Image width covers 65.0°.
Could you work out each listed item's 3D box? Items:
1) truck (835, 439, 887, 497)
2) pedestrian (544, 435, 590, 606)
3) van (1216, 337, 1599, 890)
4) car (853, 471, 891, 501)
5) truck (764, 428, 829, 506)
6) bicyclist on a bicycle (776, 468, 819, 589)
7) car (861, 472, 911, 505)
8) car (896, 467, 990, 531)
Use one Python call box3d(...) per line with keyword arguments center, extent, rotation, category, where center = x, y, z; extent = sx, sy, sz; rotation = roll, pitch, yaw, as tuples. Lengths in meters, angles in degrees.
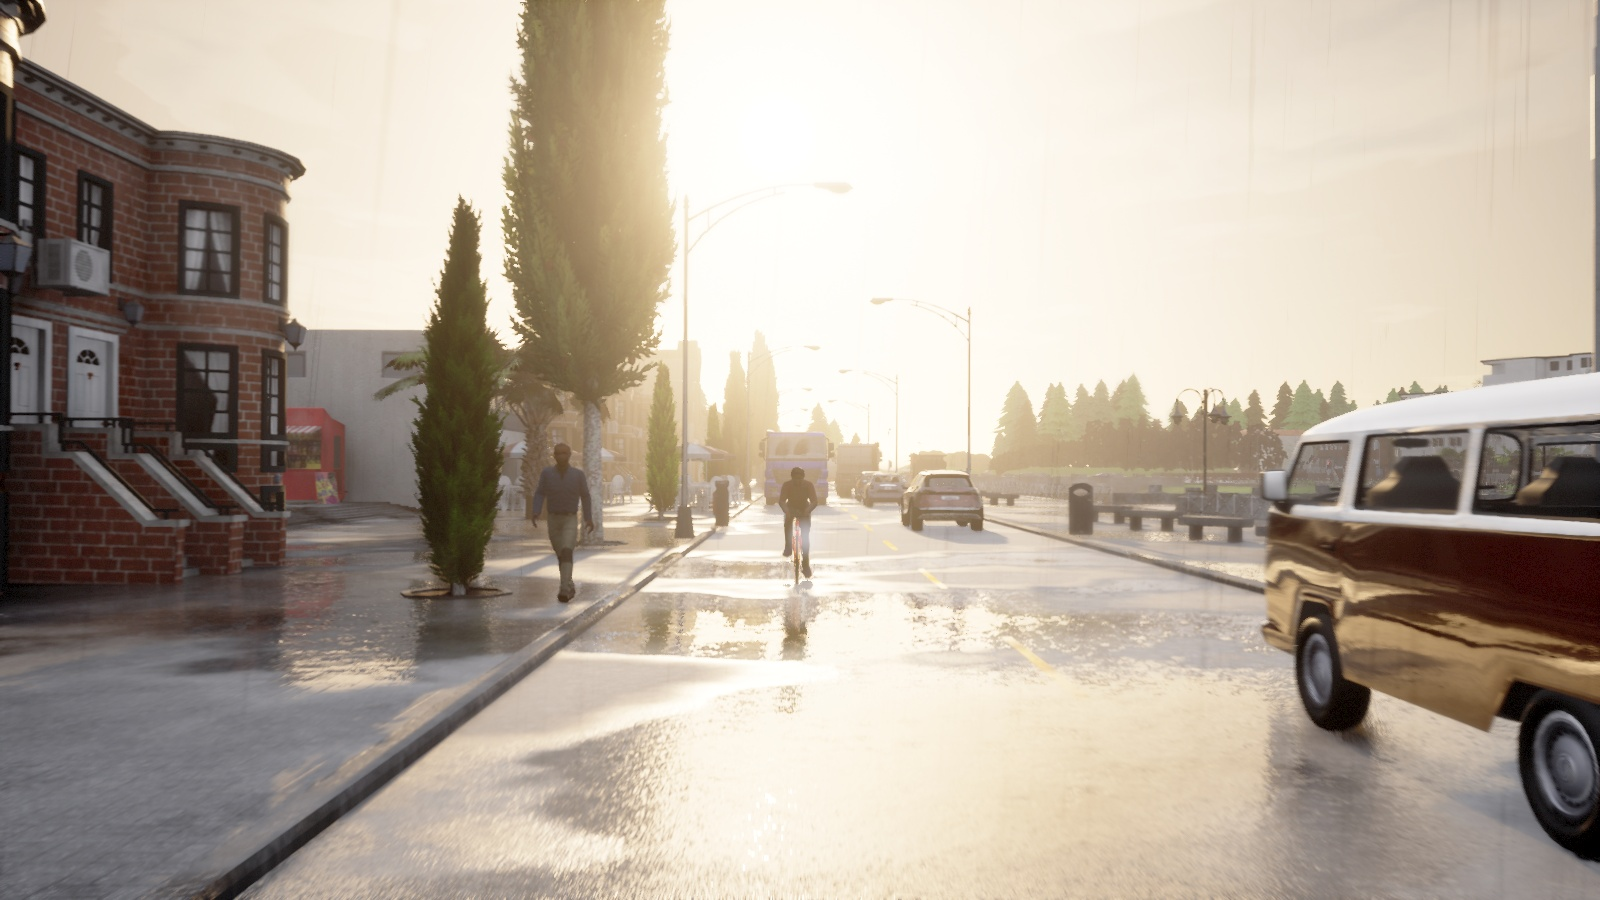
box3d(center=(3.786, 1.153, 79.761), extent=(2.891, 3.462, 7.936), rotation=(0, -1, 0), category="truck")
box3d(center=(-2.570, 0.767, 13.883), extent=(0.370, 1.835, 0.726), rotation=(0, -1, 0), category="pedestrian")
box3d(center=(3.980, 0.633, 6.614), extent=(2.069, 2.038, 4.480), rotation=(0, -1, 0), category="van")
box3d(center=(3.825, 1.898, 66.869), extent=(1.789, 1.549, 3.705), rotation=(0, -1, 0), category="car")
box3d(center=(-0.162, 0.832, 59.655), extent=(2.891, 3.462, 7.936), rotation=(0, -1, 0), category="truck")
box3d(center=(-0.030, 1.064, 17.698), extent=(0.582, 1.620, 1.656), rotation=(0, -1, 0), category="bicyclist on a bicycle")
box3d(center=(3.851, 1.718, 56.922), extent=(1.970, 1.475, 3.806), rotation=(0, -1, 0), category="car")
box3d(center=(3.908, 1.316, 35.067), extent=(2.033, 1.649, 4.856), rotation=(0, -1, 0), category="car")
